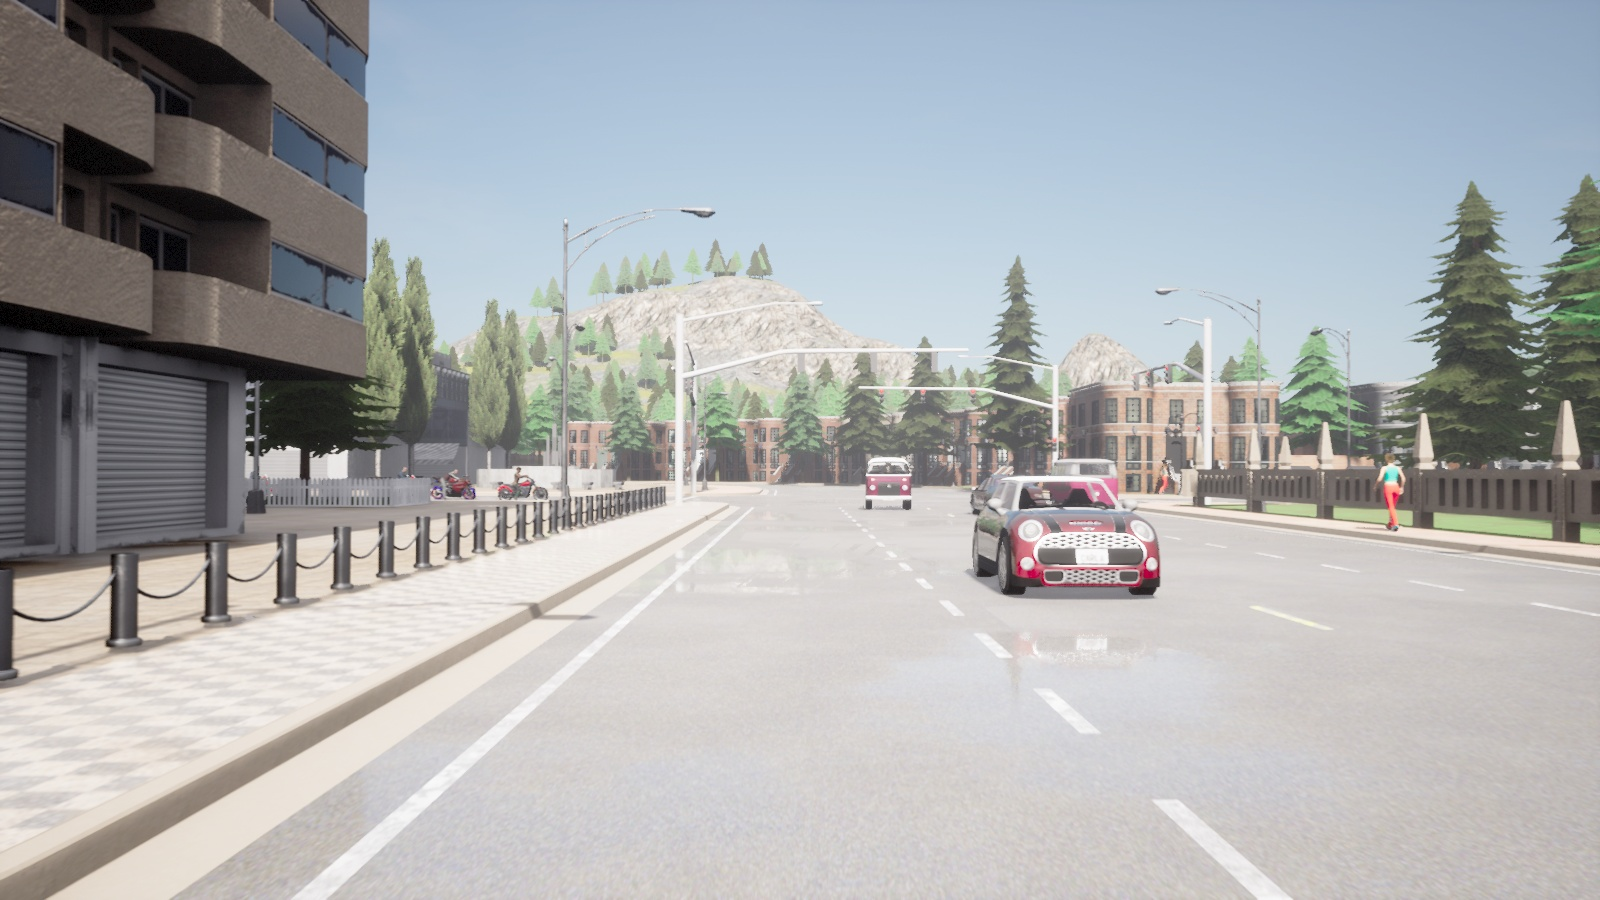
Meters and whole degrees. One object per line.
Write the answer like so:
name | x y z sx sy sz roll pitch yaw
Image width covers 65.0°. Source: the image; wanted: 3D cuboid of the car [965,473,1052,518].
car | 6.897 1.471 42.084 2.033 1.411 5.357 0 -1 0

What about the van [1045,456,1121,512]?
van | 10.387 1.227 46.344 1.775 1.987 4.442 0 -1 0

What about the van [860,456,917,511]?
van | 3.419 1.266 49.015 2.069 2.038 4.480 0 -1 2

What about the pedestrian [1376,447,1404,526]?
pedestrian | 13.907 0.864 29.593 0.345 1.836 0.594 0 -1 -2

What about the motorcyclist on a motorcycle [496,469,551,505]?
motorcyclist on a motorcycle | -12.682 1.689 57.711 2.350 1.649 0.766 0 -1 0

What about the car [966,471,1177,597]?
car | 3.459 1.018 16.741 1.970 1.475 3.806 0 -1 0

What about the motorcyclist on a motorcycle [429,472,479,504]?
motorcyclist on a motorcycle | -16.850 1.843 61.196 2.191 1.530 0.866 0 -1 0
